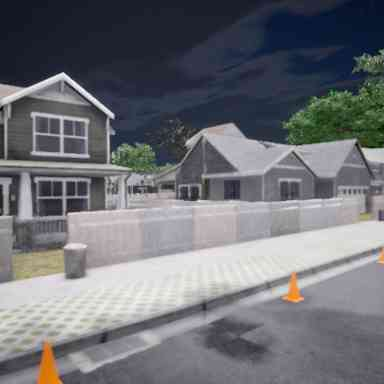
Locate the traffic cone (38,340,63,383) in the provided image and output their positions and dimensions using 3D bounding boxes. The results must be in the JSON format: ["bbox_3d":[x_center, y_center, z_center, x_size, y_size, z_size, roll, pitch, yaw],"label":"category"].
[{"bbox_3d":[-1.620,1.969,3.751,0.340,0.580,0.340,-1,0,-38],"label":"traffic cone"}]

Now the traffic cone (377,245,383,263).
[{"bbox_3d":[5.884,1.849,10.138,0.340,0.580,0.340,-1,0,-41],"label":"traffic cone"}]

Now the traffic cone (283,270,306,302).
[{"bbox_3d":[2.104,1.909,6.865,0.340,0.580,0.340,-1,0,-41],"label":"traffic cone"}]
